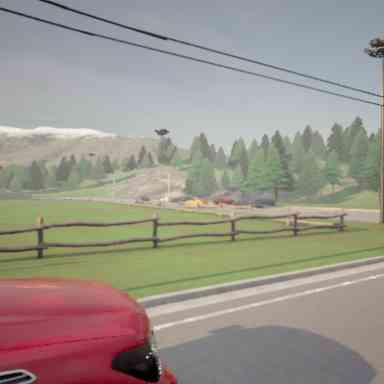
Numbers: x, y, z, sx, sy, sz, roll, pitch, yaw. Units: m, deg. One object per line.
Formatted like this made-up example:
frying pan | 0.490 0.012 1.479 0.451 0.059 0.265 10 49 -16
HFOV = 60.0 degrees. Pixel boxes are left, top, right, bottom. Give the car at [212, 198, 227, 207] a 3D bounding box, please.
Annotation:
car | 5.396 1.711 58.068 1.882 1.535 5.008 1 0 -32

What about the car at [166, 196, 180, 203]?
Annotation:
car | -2.346 1.725 63.790 2.033 1.411 5.357 1 0 -32

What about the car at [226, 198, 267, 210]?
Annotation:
car | 7.721 1.771 47.811 2.033 1.411 5.357 1 0 -32

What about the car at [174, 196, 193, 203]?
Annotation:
car | -1.884 1.747 75.998 2.128 1.511 4.902 1 0 -32

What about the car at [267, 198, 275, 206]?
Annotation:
car | 12.680 1.812 59.637 1.837 1.490 4.892 1 0 -32

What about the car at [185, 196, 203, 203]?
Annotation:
car | 0.334 1.730 79.043 1.882 1.535 5.008 1 0 -32

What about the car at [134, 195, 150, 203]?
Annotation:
car | -10.637 1.474 70.268 2.097 1.767 4.553 1 0 -32

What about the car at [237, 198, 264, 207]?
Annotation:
car | 10.036 1.779 57.272 1.837 1.490 4.892 1 -1 -32

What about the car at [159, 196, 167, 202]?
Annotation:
car | -5.829 1.707 75.694 1.812 1.442 4.674 1 0 -32

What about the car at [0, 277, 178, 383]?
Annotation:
car | -2.802 1.196 1.921 5.566 2.045 2.150 1 0 -32

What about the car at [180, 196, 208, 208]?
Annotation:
car | 0.545 1.648 52.637 1.882 1.535 5.008 1 0 -32
